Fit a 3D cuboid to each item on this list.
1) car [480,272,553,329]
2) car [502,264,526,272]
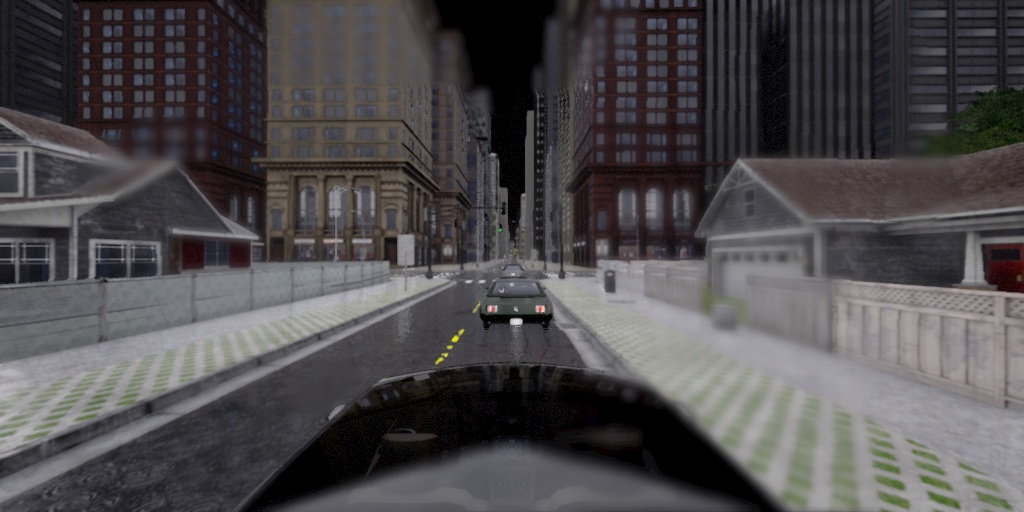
[{"bbox_3d":[0.120,1.359,11.215,1.895,1.301,4.718,0,0,0],"label":"car"},{"bbox_3d":[0.175,1.339,28.665,1.994,1.385,4.181,0,0,0],"label":"car"}]
